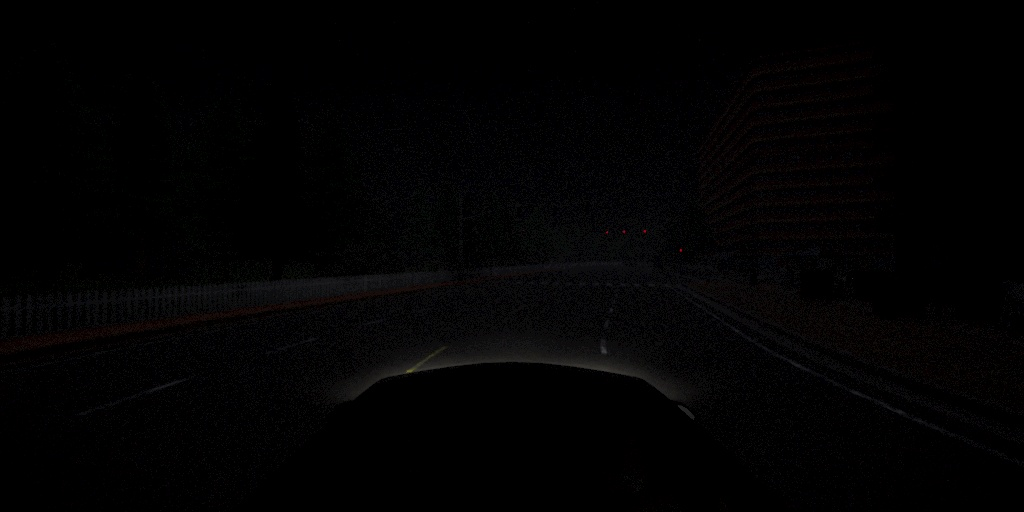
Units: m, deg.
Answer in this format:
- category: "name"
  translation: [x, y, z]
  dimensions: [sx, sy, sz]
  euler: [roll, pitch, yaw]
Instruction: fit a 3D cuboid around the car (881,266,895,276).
- category: "car"
  translation: [40.364, 1.700, 35.778]
  dimensions: [4.181, 1.385, 1.994]
  euler: [0, -1, 18]
